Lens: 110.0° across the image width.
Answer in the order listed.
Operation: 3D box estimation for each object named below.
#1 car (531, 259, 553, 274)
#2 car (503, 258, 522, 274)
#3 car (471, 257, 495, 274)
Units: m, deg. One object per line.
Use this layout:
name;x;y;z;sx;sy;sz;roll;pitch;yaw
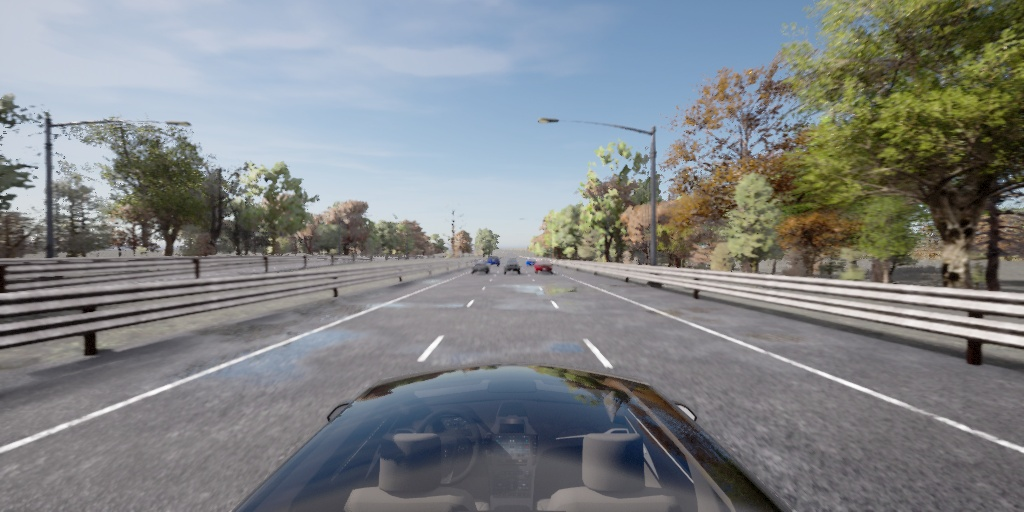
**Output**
car;3.530;1.225;41.149;1.882;1.535;5.008;0;0;0
car;0.027;1.254;40.725;1.837;1.490;4.892;0;1;0
car;-3.473;1.240;40.741;2.128;1.511;4.902;0;0;0
